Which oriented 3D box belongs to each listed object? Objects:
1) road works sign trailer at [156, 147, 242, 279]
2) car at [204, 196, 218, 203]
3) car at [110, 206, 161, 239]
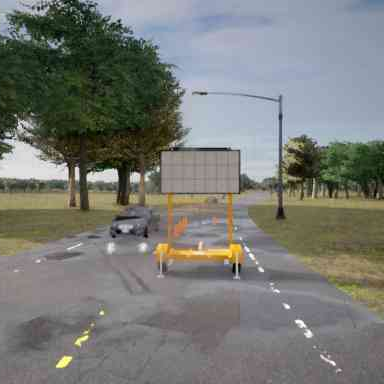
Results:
[{"bbox_3d":[0.248,0.465,10.076,2.380,3.560,2.880,0,0,3],"label":"road works sign trailer"},{"bbox_3d":[3.301,1.535,58.307,2.128,1.511,4.902,0,0,13],"label":"car"},{"bbox_3d":[-2.835,1.494,17.486,2.128,1.511,4.902,0,0,4],"label":"car"}]
